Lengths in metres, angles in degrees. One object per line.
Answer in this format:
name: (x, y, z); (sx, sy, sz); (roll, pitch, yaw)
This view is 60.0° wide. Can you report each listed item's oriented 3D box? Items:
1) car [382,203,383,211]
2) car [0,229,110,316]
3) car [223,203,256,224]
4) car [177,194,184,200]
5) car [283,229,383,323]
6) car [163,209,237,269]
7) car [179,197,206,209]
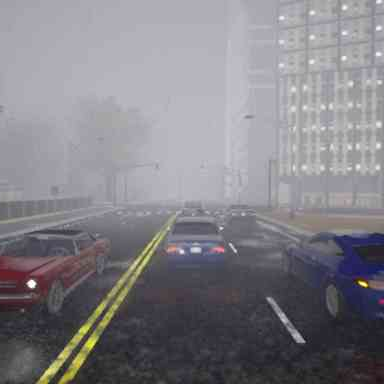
car: (23.015, 1.586, 35.267); (5.009, 1.841, 2.192); (1, 2, 20)
car: (-3.349, 1.585, 7.591); (1.895, 1.301, 4.718); (0, 0, 0)
car: (3.346, 1.502, 24.065); (2.033, 1.411, 5.357); (0, 0, 0)
car: (-3.245, 1.387, 93.525); (1.882, 1.535, 5.008); (0, 0, 0)
car: (3.341, 1.510, 7.059); (1.812, 1.442, 4.674); (0, 0, 0)
car: (0.098, 1.525, 10.999); (2.033, 1.411, 5.357); (0, 0, 0)
car: (0.097, 1.443, 26.580); (2.128, 1.511, 4.902); (0, 0, 0)
